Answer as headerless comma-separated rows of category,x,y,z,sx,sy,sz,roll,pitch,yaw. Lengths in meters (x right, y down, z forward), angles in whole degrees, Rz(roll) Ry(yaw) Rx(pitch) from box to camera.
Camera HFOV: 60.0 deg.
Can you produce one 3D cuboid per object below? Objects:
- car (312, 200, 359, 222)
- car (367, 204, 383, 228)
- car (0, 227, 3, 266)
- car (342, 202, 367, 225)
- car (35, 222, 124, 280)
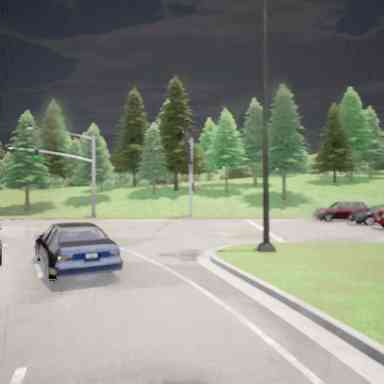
car,12.555,1.566,27.954,4.553,1.767,2.097,0,-1,2
car,14.505,1.353,20.873,5.566,2.045,2.150,0,-1,2
car,-7.649,1.686,11.454,1.812,1.442,4.674,0,-1,-33
car,14.082,1.674,24.389,4.892,1.490,1.837,0,-1,2
car,-3.771,1.677,10.529,2.033,1.411,5.357,0,-1,-30
